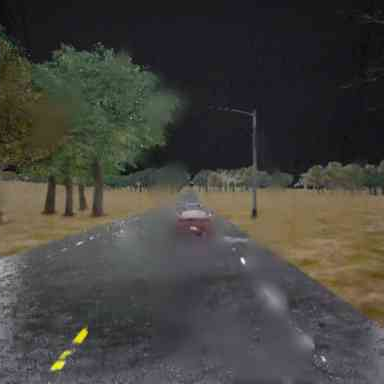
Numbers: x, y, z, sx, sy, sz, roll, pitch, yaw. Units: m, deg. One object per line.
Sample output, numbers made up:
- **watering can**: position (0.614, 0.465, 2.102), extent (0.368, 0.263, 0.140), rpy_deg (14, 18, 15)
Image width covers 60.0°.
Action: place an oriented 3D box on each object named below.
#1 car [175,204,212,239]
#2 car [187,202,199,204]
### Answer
- **car**: position (0.094, 1.663, 18.595), extent (1.882, 1.535, 5.008), rpy_deg (0, -1, 0)
- **car**: position (0.089, 1.900, 38.001), extent (2.128, 1.511, 4.902), rpy_deg (0, -1, 0)
